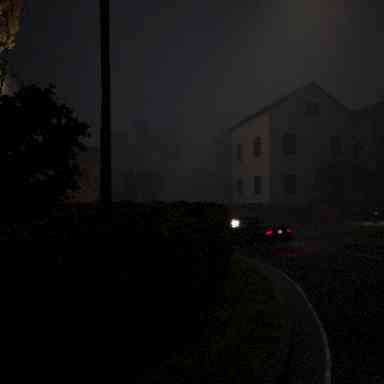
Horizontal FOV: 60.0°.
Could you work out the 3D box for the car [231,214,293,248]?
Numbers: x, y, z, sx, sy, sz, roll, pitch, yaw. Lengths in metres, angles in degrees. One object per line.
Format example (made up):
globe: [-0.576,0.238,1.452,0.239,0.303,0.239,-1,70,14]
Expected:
car: [2.141,1.757,15.913,2.033,1.411,5.357,0,-1,-38]
